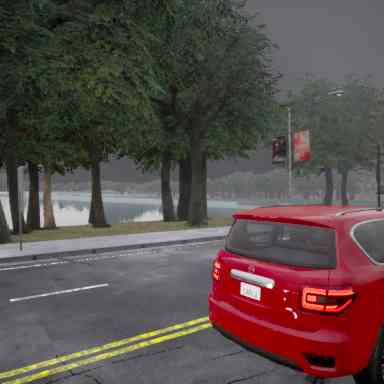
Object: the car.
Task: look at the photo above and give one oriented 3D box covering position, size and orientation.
[{"bbox_3d":[2.801,1.220,5.399,5.566,2.045,2.150,0,0,-37],"label":"car"}]
